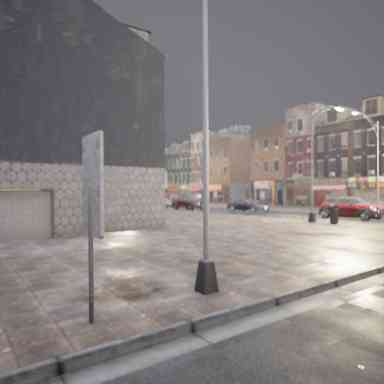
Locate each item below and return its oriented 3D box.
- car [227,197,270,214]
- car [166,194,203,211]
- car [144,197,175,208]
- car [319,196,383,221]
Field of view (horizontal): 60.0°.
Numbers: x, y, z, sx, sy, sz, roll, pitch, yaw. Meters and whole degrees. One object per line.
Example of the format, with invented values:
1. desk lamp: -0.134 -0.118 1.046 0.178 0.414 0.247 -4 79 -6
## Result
1. car: 5.555 1.304 33.306 2.128 1.511 4.902 -1 0 -35
2. car: -0.368 1.173 37.240 2.192 1.841 5.009 -1 0 -35
3. car: -4.680 1.428 47.746 2.033 1.411 5.357 -1 0 -35
4. car: 11.828 1.127 24.548 2.097 1.767 4.553 -1 0 -36
